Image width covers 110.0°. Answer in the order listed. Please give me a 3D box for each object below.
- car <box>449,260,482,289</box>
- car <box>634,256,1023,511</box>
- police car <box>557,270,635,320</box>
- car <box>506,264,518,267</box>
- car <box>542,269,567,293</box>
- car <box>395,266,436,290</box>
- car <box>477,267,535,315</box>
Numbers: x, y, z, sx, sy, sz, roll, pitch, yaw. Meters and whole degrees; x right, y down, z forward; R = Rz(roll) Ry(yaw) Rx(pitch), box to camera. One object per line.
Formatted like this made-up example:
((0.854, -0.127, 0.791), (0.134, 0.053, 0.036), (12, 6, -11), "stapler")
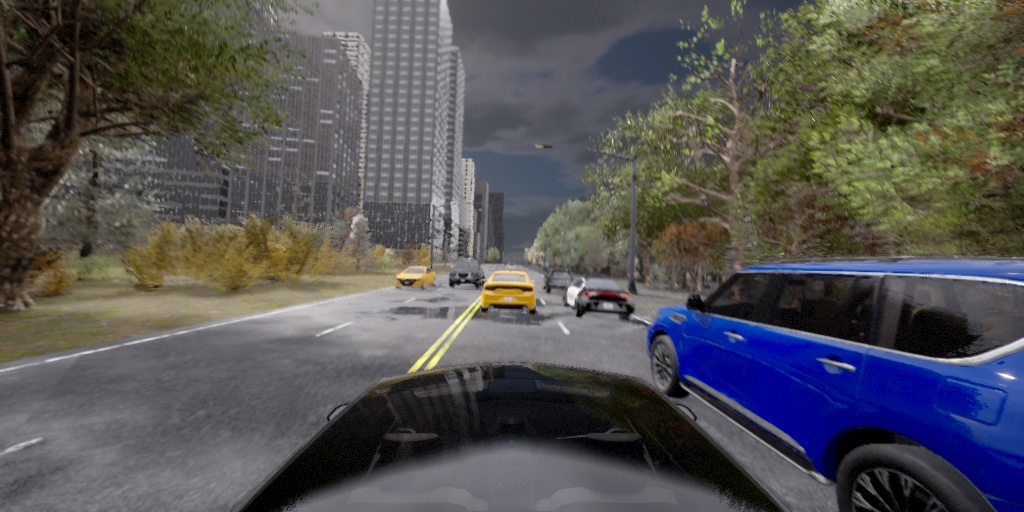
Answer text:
((-3.345, 1.342, 27.291), (2.150, 2.045, 5.566), (2, -1, 0), "car")
((3.293, 1.075, 3.565), (2.150, 2.045, 5.566), (3, -1, 0), "car")
((3.268, 1.553, 14.536), (2.038, 1.542, 4.974), (3, -1, 0), "police car")
((0.061, 2.306, 54.040), (1.895, 1.301, 4.718), (2, -1, 0), "car")
((3.236, 1.719, 25.544), (2.033, 1.649, 4.856), (1, -1, 0), "car")
((-6.598, 1.456, 25.032), (1.882, 1.535, 5.008), (2, -1, 0), "car")
((-0.089, 1.352, 14.400), (1.882, 1.535, 5.008), (2, -2, 1), "car")
